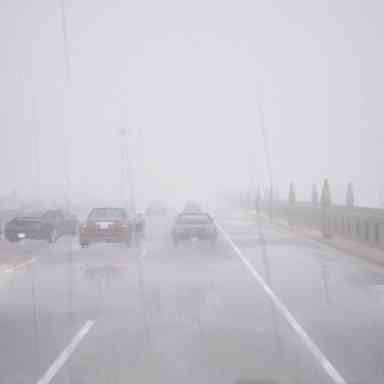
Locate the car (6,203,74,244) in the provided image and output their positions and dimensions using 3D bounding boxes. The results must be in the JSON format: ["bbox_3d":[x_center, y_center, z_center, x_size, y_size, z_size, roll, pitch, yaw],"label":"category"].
[{"bbox_3d":[-6.900,1.506,15.889,1.837,1.490,4.892,0,0,0],"label":"car"}]

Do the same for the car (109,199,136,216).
[{"bbox_3d":[-6.914,1.528,33.543,1.812,1.442,4.674,0,0,0],"label":"car"}]

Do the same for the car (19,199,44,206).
[{"bbox_3d":[-21.083,1.603,44.380,1.895,1.301,4.718,0,0,0],"label":"car"}]

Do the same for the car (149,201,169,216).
[{"bbox_3d":[-3.402,1.566,33.046,1.994,1.385,4.181,0,0,0],"label":"car"}]

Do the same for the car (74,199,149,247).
[{"bbox_3d":[-3.401,1.353,15.036,2.097,1.767,4.553,0,0,0],"label":"car"}]

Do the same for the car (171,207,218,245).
[{"bbox_3d":[0.100,1.602,15.567,1.895,1.301,4.718,0,0,0],"label":"car"}]

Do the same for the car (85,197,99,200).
[{"bbox_3d":[-14.075,1.496,46.544,2.128,1.511,4.902,0,0,0],"label":"car"}]

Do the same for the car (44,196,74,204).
[{"bbox_3d":[-17.581,1.354,44.830,2.097,1.767,4.553,0,0,0],"label":"car"}]

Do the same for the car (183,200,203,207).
[{"bbox_3d":[0.086,1.528,33.457,1.812,1.442,4.674,0,0,0],"label":"car"}]
